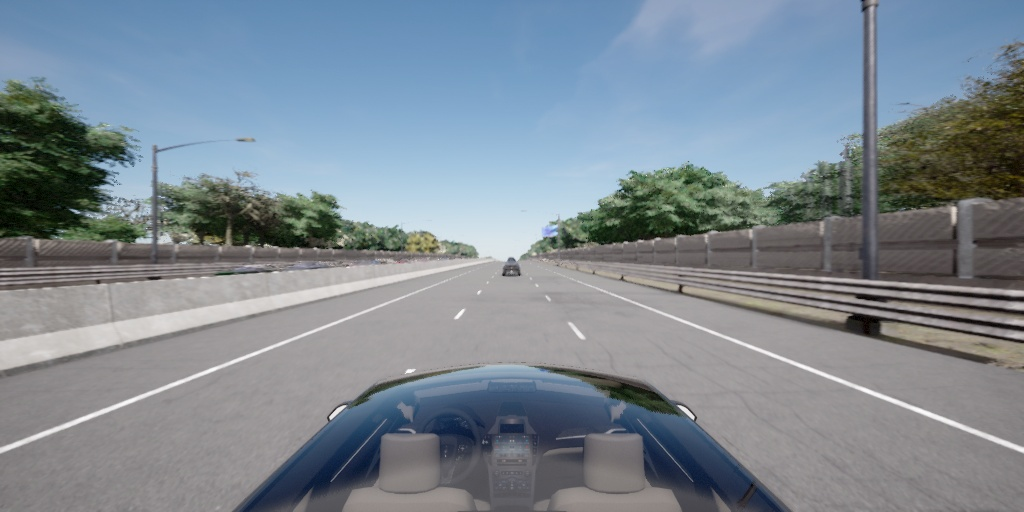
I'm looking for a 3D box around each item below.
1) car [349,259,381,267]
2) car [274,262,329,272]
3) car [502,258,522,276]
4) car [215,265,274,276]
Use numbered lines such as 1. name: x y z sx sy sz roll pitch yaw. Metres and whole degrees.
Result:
1. car: -14.174 1.122 34.596 2.097 1.767 4.553 0 0 0
2. car: -17.664 1.270 30.951 2.128 1.511 4.902 0 0 0
3. car: -0.043 1.250 37.703 1.837 1.490 4.892 0 0 0
4. car: -21.167 1.384 28.723 1.895 1.301 4.718 0 0 0
